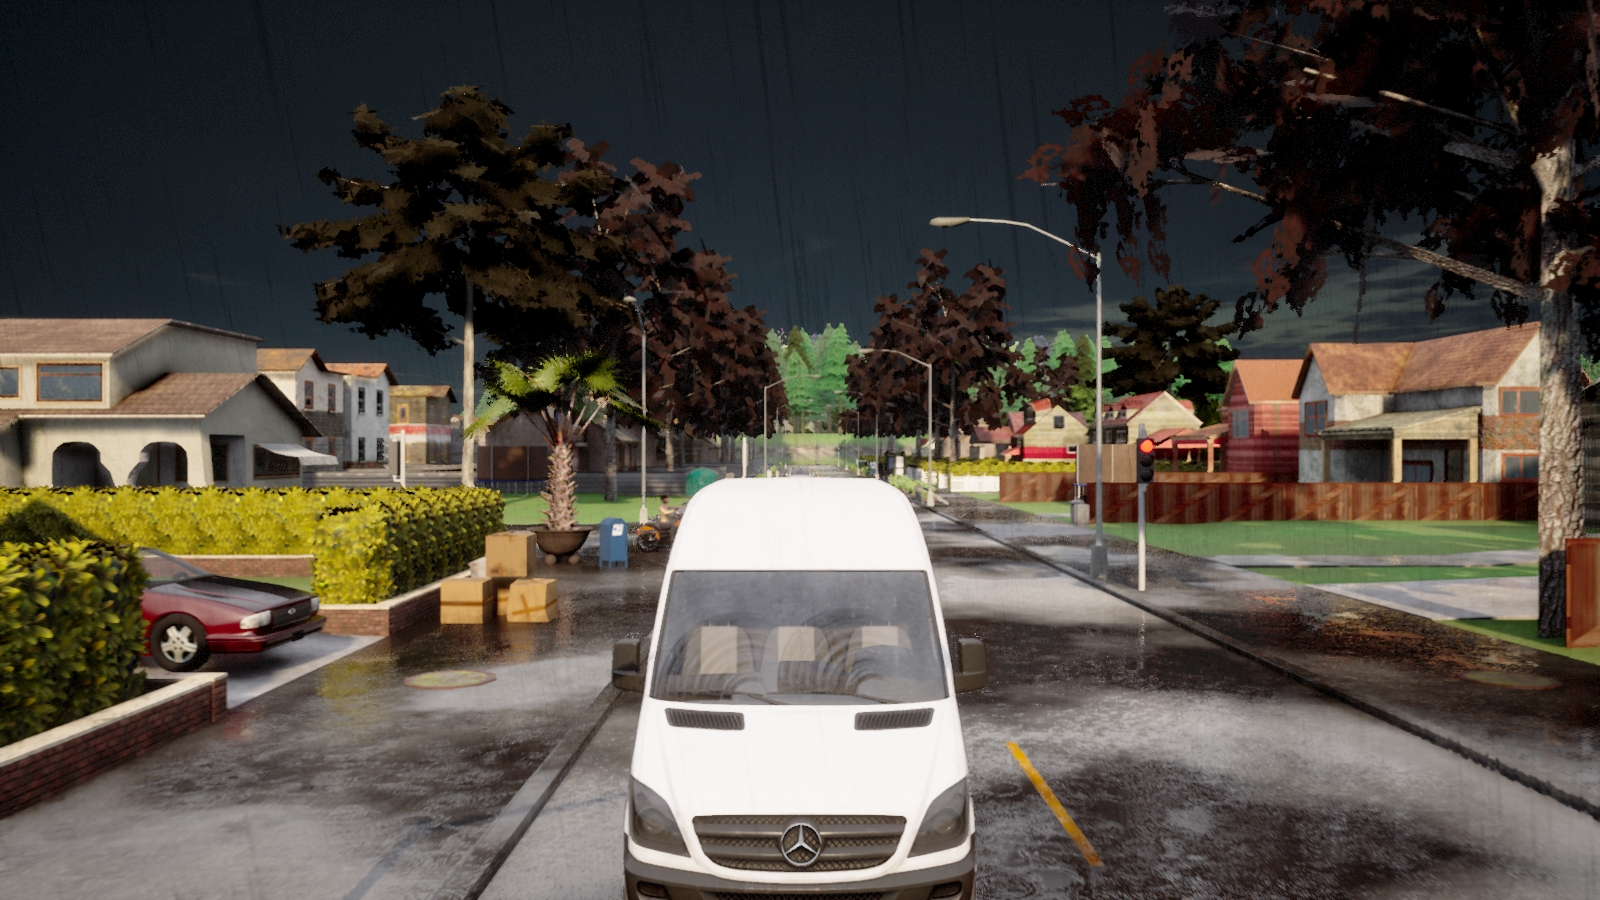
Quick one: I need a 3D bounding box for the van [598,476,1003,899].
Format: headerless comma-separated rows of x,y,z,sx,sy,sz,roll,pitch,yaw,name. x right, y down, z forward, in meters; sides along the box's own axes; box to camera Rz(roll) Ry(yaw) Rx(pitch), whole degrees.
0.003,1.540,8.563,1.988,2.561,5.915,0,0,0,van

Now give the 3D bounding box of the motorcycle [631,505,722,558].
-3.325,2.170,30.832,2.356,1.307,0.764,0,1,22,motorcycle
